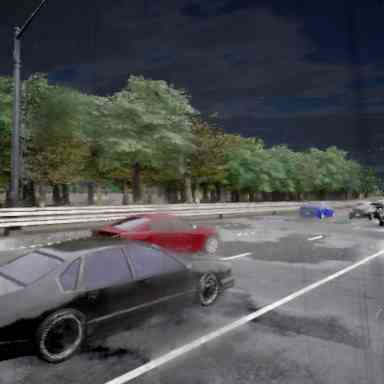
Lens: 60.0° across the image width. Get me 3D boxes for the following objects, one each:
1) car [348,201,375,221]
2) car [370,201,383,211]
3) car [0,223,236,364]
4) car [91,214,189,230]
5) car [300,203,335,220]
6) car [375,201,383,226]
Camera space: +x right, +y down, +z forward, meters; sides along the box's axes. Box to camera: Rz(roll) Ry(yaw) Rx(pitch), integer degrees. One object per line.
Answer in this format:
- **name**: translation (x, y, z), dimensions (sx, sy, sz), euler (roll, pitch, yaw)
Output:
- **car**: translation (15.837, 1.859, 30.488), dimensions (1.812, 1.442, 4.674), euler (1, -1, 40)
- **car**: translation (29.810, 2.184, 52.836), dimensions (1.837, 1.490, 4.892), euler (1, -1, 38)
- **car**: translation (-1.423, 1.536, 5.895), dimensions (2.033, 1.411, 5.357), euler (0, 0, 43)
- **car**: translation (-1.036, 1.491, 11.369), dimensions (1.882, 1.535, 5.008), euler (1, -1, 42)
- **car**: translation (11.785, 1.759, 31.089), dimensions (1.882, 1.535, 5.008), euler (1, -1, 41)
- **car**: translation (15.683, 1.650, 25.100), dimensions (2.097, 1.767, 4.553), euler (0, 0, 41)
